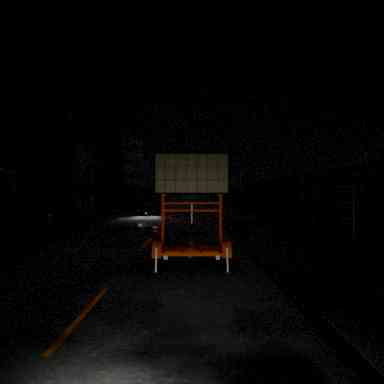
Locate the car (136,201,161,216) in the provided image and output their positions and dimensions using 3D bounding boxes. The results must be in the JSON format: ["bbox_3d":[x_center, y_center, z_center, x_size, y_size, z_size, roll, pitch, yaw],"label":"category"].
[{"bbox_3d":[-4.120,1.545,32.486,2.033,1.411,5.357,0,0,0],"label":"car"}]

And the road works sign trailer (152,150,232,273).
[{"bbox_3d":[-0.007,0.464,10.646,2.380,3.560,2.880,0,0,0],"label":"road works sign trailer"}]
